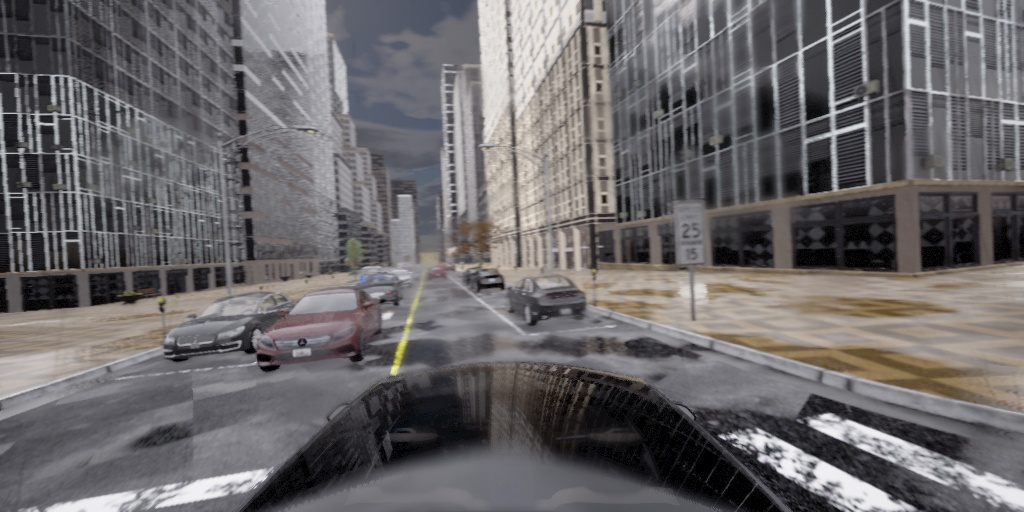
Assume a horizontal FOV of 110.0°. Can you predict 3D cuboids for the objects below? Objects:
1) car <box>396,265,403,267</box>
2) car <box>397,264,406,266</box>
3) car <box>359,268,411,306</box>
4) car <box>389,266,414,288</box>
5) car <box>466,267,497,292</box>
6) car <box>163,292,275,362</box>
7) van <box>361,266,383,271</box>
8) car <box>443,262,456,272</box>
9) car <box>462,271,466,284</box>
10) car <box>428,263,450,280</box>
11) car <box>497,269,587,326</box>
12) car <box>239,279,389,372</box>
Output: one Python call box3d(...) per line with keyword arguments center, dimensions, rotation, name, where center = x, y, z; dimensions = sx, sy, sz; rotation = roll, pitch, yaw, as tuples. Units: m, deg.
box3d(center=(-16.038, 2.271, 48.076), dimensions=(2.007, 1.370, 4.403), rotation=(0, 0, -13), name="car")
box3d(center=(-17.267, 2.330, 53.391), dimensions=(1.751, 1.417, 4.829), rotation=(0, 0, -13), name="car")
box3d(center=(-6.400, 1.616, 17.709), dimensions=(2.128, 1.511, 4.902), rotation=(-3, 0, -13), name="car")
box3d(center=(-8.850, 1.806, 28.352), dimensions=(1.812, 1.442, 4.674), rotation=(-3, 0, -13), name="car")
box3d(center=(-1.550, 1.440, 22.569), dimensions=(1.948, 1.339, 4.313), rotation=(0, 0, -13), name="car")
box3d(center=(-7.168, 1.704, 9.716), dimensions=(2.007, 1.370, 4.403), rotation=(0, 0, -13), name="car")
box3d(center=(-12.237, 1.813, 31.637), dimensions=(1.690, 1.789, 3.998), rotation=(0, 0, -13), name="van")
box3d(center=(-10.419, 2.036, 60.928), dimensions=(1.802, 1.307, 4.207), rotation=(0, 0, -13), name="car")
box3d(center=(-2.817, 1.520, 28.049), dimensions=(1.948, 1.339, 4.313), rotation=(0, 0, -13), name="car")
box3d(center=(-8.075, 1.789, 38.926), dimensions=(1.812, 1.442, 4.674), rotation=(-3, 0, -12), name="car")
box3d(center=(0.985, 1.268, 11.608), dimensions=(2.007, 1.370, 4.403), rotation=(0, 0, -13), name="car")
box3d(center=(-4.329, 1.523, 8.759), dimensions=(1.812, 1.442, 4.674), rotation=(-3, 0, -13), name="car")
